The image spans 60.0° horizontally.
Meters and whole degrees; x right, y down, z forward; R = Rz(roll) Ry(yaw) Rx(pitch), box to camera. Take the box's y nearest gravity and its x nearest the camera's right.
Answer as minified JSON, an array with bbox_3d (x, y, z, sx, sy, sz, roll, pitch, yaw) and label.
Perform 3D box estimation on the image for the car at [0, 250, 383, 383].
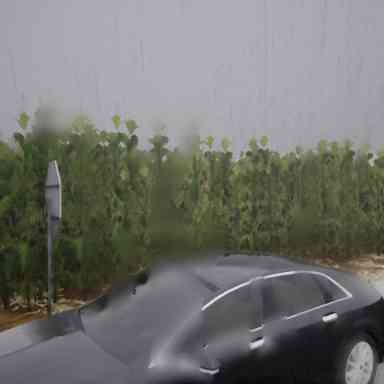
[{"bbox_3d":[0.153,1.501,3.595,4.892,1.490,1.837,0,0,-32],"label":"car"}]
